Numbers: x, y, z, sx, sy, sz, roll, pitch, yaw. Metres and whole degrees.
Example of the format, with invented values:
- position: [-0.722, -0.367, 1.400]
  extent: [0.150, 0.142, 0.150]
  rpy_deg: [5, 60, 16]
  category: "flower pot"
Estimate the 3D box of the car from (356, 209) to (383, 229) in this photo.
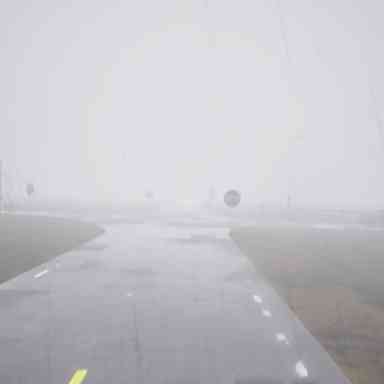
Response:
- position: [15.539, 2.144, 26.086]
  extent: [4.902, 1.511, 2.128]
  rpy_deg: [2, -1, 0]
  category: "car"

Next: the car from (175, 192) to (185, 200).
- position: [-2.742, 0.884, 77.916]
  extent: [2.097, 1.767, 4.553]
  rpy_deg: [0, 0, 0]
  category: "car"
